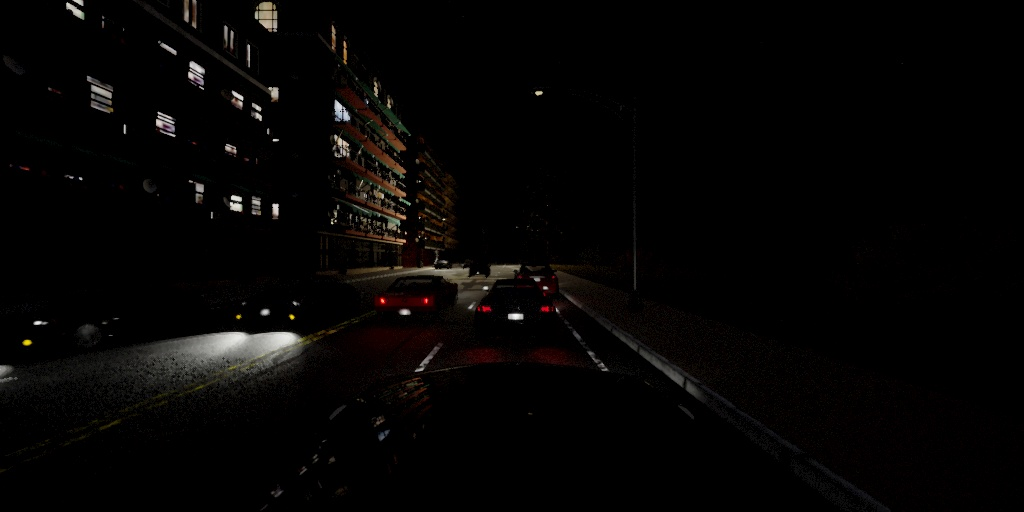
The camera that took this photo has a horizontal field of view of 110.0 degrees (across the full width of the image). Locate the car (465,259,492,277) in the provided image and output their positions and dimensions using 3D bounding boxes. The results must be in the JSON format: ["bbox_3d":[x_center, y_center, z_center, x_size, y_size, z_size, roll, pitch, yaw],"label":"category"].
[{"bbox_3d":[-3.128,1.259,35.394,1.837,1.490,4.892,0,1,0],"label":"car"}]

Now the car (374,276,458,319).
[{"bbox_3d":[-3.145,1.352,12.785,1.895,1.301,4.718,0,0,0],"label":"car"}]

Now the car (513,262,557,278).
[{"bbox_3d":[1.148,1.103,18.556,2.097,1.767,4.553,0,0,0],"label":"car"}]

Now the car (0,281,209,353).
[{"bbox_3d":[-9.846,1.315,8.730,1.994,1.385,4.181,0,0,0],"label":"car"}]

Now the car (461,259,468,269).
[{"bbox_3d":[-6.557,1.256,54.373,1.837,1.490,4.892,0,0,0],"label":"car"}]

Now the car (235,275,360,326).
[{"bbox_3d":[-6.593,1.315,11.562,1.994,1.385,4.181,0,0,0],"label":"car"}]

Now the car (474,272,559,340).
[{"bbox_3d":[0.100,1.315,9.976,1.994,1.385,4.181,0,0,0],"label":"car"}]

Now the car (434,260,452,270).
[{"bbox_3d":[-9.812,1.315,51.413,1.994,1.385,4.181,0,0,0],"label":"car"}]
